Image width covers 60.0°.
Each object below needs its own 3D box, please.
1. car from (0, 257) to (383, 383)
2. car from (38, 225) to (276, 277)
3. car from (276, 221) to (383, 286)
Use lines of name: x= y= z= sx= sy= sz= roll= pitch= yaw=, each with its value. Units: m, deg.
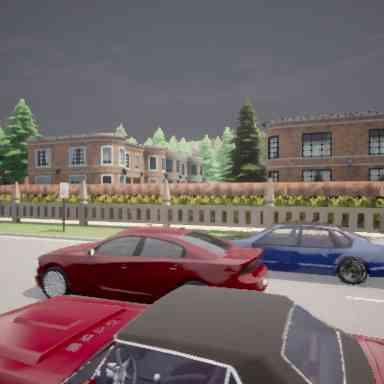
car: x=-0.160 y=1.600 z=2.927 sx=4.718 sy=1.301 sz=1.895 roll=0 pitch=0 yaw=22
car: x=-0.963 y=1.476 z=7.010 sx=5.008 sy=1.535 sz=1.882 roll=0 pitch=0 yaw=22
car: x=2.916 y=1.546 z=9.240 sx=5.357 sy=1.411 sz=2.033 roll=0 pitch=0 yaw=22
